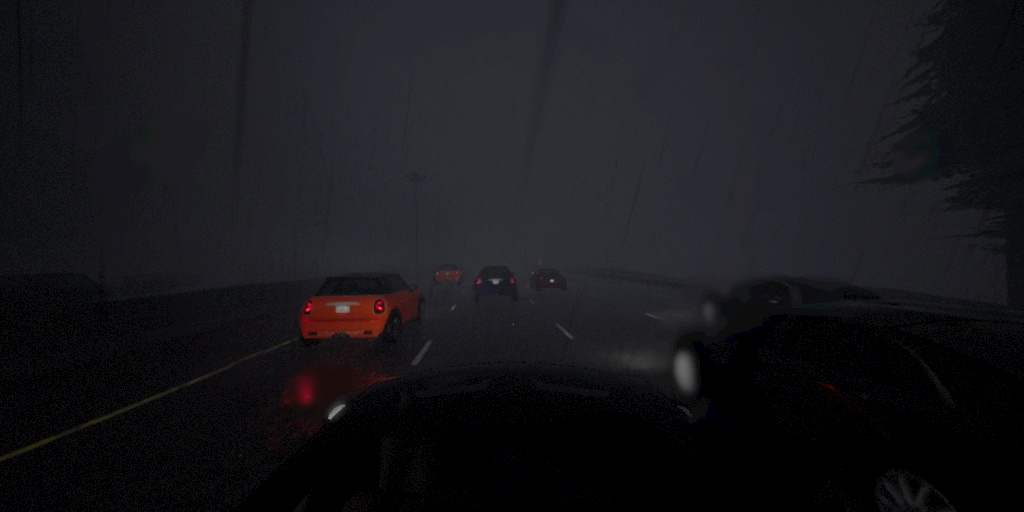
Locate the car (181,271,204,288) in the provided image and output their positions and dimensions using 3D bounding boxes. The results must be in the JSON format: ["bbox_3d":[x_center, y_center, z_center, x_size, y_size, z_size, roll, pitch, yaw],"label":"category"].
[{"bbox_3d":[-26.220,1.836,27.193,2.033,1.411,5.357,-1,-1,-4],"label":"car"}]

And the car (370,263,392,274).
[{"bbox_3d":[-21.388,2.026,58.879,2.128,1.511,4.902,-1,-1,-3],"label":"car"}]

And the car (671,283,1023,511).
[{"bbox_3d":[3.373,1.234,3.602,1.837,1.490,4.892,0,-1,-1],"label":"car"}]

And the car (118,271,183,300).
[{"bbox_3d":[-22.258,1.784,20.794,1.895,1.301,4.718,-1,-1,-4],"label":"car"}]

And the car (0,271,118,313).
[{"bbox_3d":[-18.220,1.418,13.313,2.097,1.767,4.553,-1,0,-4],"label":"car"}]

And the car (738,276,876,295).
[{"bbox_3d":[6.692,1.247,8.994,1.837,1.490,4.892,-1,-1,-2],"label":"car"}]

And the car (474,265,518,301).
[{"bbox_3d":[-0.901,1.274,18.951,2.097,1.767,4.553,-1,-1,-4],"label":"car"}]

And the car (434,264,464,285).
[{"bbox_3d":[-5.175,1.427,30.028,2.097,1.767,4.553,-1,-1,-4],"label":"car"}]

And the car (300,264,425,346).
[{"bbox_3d":[-3.863,1.225,10.102,2.097,1.767,4.553,-1,-1,-3],"label":"car"}]

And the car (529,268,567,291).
[{"bbox_3d":[2.286,1.495,23.686,1.994,1.385,4.181,-1,-1,-4],"label":"car"}]
